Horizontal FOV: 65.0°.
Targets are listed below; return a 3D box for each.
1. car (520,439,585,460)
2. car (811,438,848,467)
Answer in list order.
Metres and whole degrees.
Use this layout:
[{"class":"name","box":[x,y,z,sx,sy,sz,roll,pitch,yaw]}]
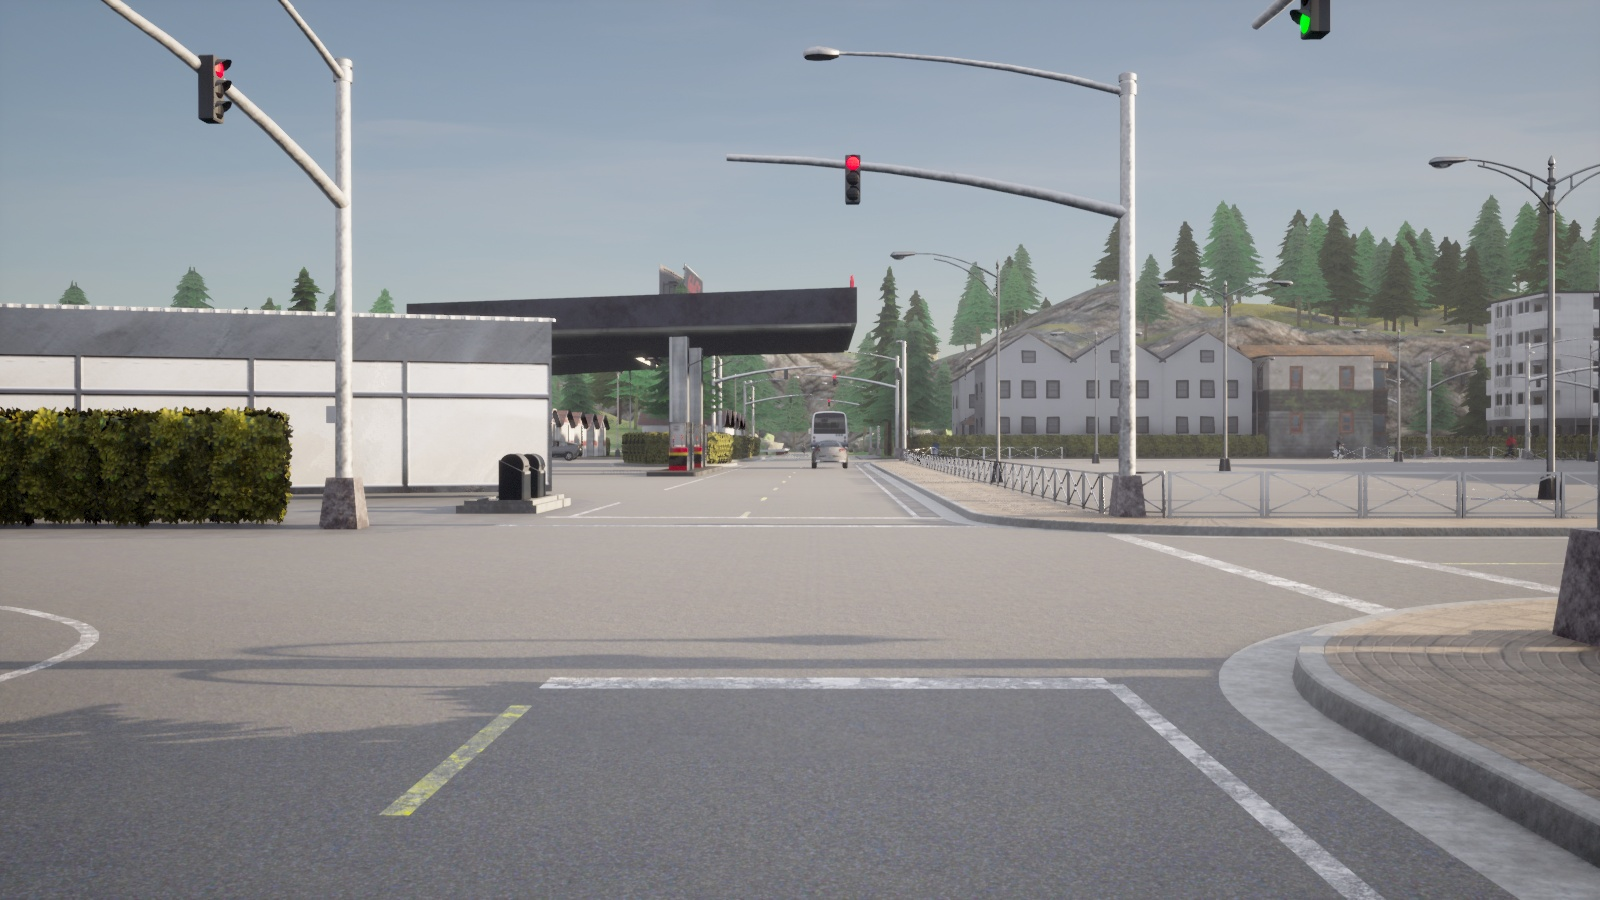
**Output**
[{"class":"car","box":[-18.780,-0.038,95.365,4.514,1.525,2.007,1,1,1]},{"class":"car","box":[1.756,0.106,74.401,2.152,1.651,5.027,0,0,1]}]
